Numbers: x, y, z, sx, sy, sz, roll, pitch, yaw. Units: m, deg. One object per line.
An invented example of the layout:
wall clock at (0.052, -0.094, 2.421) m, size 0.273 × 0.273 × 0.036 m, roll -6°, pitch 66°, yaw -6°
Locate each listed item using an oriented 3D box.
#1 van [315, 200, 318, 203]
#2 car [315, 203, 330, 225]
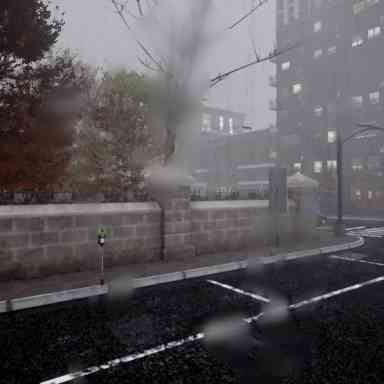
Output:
van at (10.417, 1.646, 32.623) m, size 1.690 × 1.788 × 3.998 m, roll -1°, pitch 0°, yaw -36°
car at (7.959, 1.810, 26.205) m, size 2.033 × 1.411 × 5.357 m, roll 0°, pitch -1°, yaw -36°
